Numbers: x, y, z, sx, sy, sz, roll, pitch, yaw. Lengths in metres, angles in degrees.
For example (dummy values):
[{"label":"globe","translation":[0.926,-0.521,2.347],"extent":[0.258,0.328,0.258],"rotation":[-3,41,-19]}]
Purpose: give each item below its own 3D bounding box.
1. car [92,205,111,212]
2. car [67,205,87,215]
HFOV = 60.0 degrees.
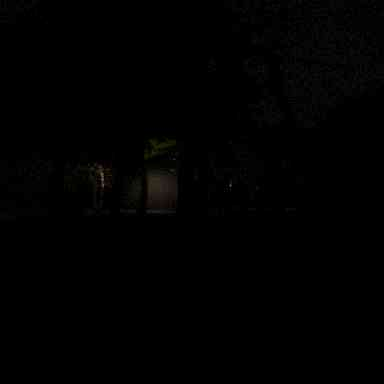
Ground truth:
[{"label":"car","translation":[-18.447,3.414,68.789],"extent":[1.812,1.442,4.674],"rotation":[1,-1,36]},{"label":"car","translation":[-19.733,2.944,55.032],"extent":[2.097,1.767,4.553],"rotation":[1,-1,36]}]
